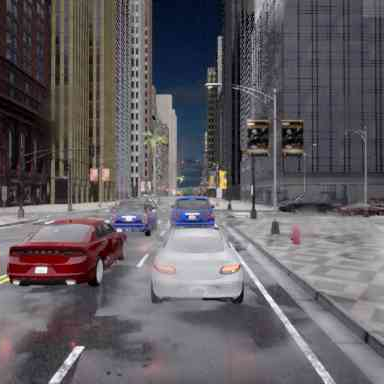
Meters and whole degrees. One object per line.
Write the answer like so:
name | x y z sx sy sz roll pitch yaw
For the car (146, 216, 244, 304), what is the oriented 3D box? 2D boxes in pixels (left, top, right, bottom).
car | 0.105 1.534 8.060 1.812 1.442 4.674 0 0 0

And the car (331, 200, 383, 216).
car | 15.339 1.576 30.151 4.206 1.307 1.802 0 0 -1

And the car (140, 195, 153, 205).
car | -9.691 1.607 71.401 2.150 2.045 5.566 0 0 0

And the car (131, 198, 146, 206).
car | -9.769 1.825 60.827 1.812 1.442 4.674 0 0 1

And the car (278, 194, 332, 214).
car | 12.187 1.294 35.875 5.566 2.045 2.150 0 -1 -1

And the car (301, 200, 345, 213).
car | 15.216 1.661 38.674 4.313 1.339 1.947 0 0 -1

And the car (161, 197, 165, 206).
car | -6.520 1.803 60.671 1.837 1.490 4.892 0 0 1

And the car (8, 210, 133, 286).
car | -3.144 1.489 9.432 1.882 1.535 5.008 0 0 0

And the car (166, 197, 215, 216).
car | 0.041 1.257 17.762 2.150 2.045 5.566 0 0 1

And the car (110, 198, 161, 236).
car | -3.135 1.391 18.659 2.097 1.767 4.553 0 0 0

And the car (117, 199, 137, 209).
car | -9.805 1.777 50.918 2.033 1.411 5.357 0 0 0

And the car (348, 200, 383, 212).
car | 20.856 1.642 38.757 4.313 1.339 1.947 0 0 -1

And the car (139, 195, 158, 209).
car | -6.557 1.451 50.959 2.150 2.045 5.566 0 0 0

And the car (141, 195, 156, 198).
car | -6.391 1.476 35.513 4.553 1.767 2.097 0 -1 -1
